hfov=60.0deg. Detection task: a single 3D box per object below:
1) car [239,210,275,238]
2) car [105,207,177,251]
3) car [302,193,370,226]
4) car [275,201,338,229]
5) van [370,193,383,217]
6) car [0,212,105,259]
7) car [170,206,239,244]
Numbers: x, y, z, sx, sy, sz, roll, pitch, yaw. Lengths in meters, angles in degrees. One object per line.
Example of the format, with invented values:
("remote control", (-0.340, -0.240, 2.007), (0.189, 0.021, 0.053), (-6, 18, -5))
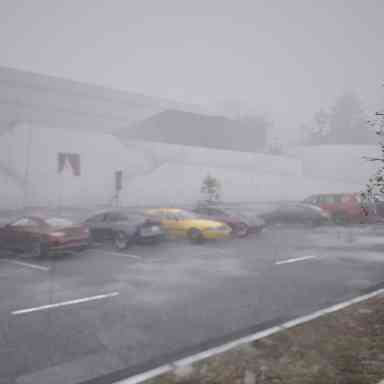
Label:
("car", (1.579, 1.499, 17.707), (4.792, 1.488, 2.163), (-1, -1, 35))
("car", (-3.334, 1.523, 14.269), (4.792, 1.488, 2.163), (-1, -1, 34))
("car", (8.813, 1.155, 22.936), (5.566, 2.045, 2.435), (-1, 0, 34))
("car", (6.416, 1.470, 21.185), (4.674, 1.452, 2.002), (-1, 0, 34))
("van", (11.369, 1.149, 24.594), (4.442, 1.987, 1.878), (-1, -1, 35))
("car", (-5.736, 1.533, 12.517), (4.674, 1.452, 2.002), (-1, 0, 35))
("car", (-0.720, 1.477, 15.889), (5.366, 1.575, 1.946), (-1, -1, 34))
